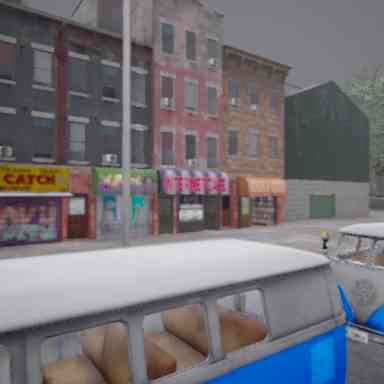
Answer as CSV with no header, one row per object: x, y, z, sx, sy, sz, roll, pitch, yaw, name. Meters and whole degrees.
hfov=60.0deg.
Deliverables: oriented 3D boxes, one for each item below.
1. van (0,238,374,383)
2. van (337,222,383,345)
-0.558,1.345,2.415,3.998,1.788,1.690,0,0,-36,van
3.889,1.369,5.590,3.998,1.788,1.690,0,0,-36,van
